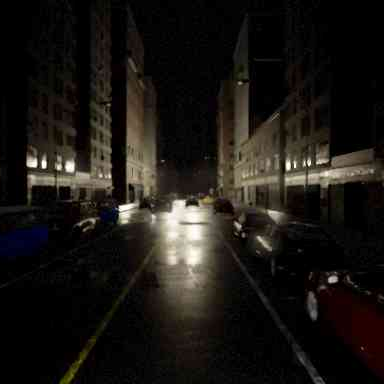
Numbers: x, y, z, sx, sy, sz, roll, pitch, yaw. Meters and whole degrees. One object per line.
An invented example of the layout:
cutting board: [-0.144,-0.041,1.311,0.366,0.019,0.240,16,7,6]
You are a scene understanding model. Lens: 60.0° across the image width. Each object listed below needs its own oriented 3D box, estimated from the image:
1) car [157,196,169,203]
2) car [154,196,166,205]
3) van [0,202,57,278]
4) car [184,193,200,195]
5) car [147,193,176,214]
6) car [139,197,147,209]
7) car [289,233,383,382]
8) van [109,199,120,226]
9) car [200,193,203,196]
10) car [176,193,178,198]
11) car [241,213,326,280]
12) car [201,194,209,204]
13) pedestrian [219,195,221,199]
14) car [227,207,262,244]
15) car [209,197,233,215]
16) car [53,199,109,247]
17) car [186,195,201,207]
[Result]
car: [-5.650,1.481,64.954,2.008,1.369,4.403,0,0,0]
car: [-5.652,1.461,59.259,1.752,1.417,4.829,0,0,0]
van: [-5.667,1.333,9.696,1.690,1.788,3.998,0,0,0]
car: [0.020,1.152,67.421,2.150,2.045,5.566,0,0,0]
car: [-3.084,1.315,34.716,2.097,1.767,4.553,0,0,0]
car: [-5.657,1.393,42.851,1.967,1.590,4.097,0,0,0]
car: [2.857,1.542,4.168,1.887,1.381,4.507,0,0,0]
van: [-5.661,1.322,20.747,1.690,1.788,3.998,0,0,0]
car: [2.883,1.457,91.725,1.887,1.381,4.507,0,0,0]
car: [-5.643,1.228,91.728,2.192,1.841,5.009,0,0,0]
car: [2.859,1.543,9.693,2.008,1.369,4.403,0,0,0]
car: [2.873,1.461,59.596,1.752,1.417,4.829,0,0,0]
pedestrian: [3.011,1.255,36.256,0.375,1.860,0.375,0,0,-10]
car: [2.861,1.569,15.219,1.802,1.307,4.206,0,0,0]
car: [3.009,1.444,33.254,1.882,1.535,5.008,0,0,0]
car: [-5.665,1.302,15.222,2.192,1.841,5.009,0,0,0]
car: [0.048,1.547,49.163,1.895,1.301,4.718,0,0,0]
